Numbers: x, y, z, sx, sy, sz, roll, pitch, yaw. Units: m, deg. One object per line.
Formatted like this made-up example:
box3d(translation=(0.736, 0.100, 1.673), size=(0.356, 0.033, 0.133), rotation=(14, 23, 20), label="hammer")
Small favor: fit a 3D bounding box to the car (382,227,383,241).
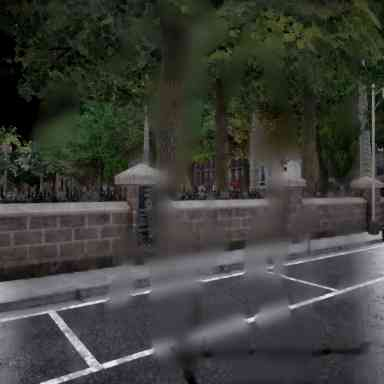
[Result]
box3d(translation=(9.754, 1.310, 13.498), size=(5.009, 1.841, 2.192), rotation=(0, 0, -36), label="car")
